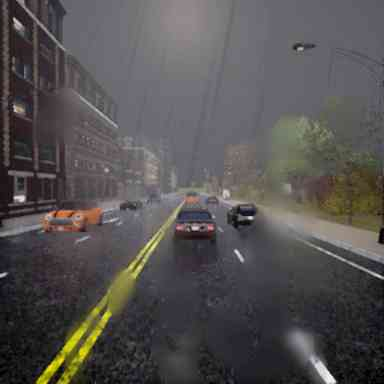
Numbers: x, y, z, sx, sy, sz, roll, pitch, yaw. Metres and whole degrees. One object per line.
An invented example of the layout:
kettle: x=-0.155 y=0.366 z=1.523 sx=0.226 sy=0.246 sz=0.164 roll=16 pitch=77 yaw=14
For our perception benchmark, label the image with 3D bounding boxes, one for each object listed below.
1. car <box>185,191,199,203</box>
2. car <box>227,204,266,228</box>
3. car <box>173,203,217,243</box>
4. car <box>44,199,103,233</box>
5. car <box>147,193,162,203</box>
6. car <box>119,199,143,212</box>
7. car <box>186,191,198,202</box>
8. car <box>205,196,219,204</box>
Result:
car: x=-0.004 y=1.050 z=53.555 sx=2.097 sy=1.767 sz=4.553 roll=0 pitch=0 yaw=0
car: x=3.348 y=1.441 z=21.051 sx=1.994 sy=1.385 sz=4.181 roll=0 pitch=0 yaw=0
car: x=0.115 y=1.455 z=15.410 sx=2.033 sy=1.411 sz=5.357 roll=0 pitch=0 yaw=0
car: x=-6.601 y=1.247 z=18.945 sx=2.097 sy=1.767 sz=4.553 roll=0 pitch=0 yaw=0
car: x=-6.505 y=1.034 z=57.787 sx=2.097 sy=1.767 sz=4.553 roll=0 pitch=0 yaw=0
car: x=-6.600 y=1.397 z=36.241 sx=1.895 sy=1.301 sz=4.718 roll=0 pitch=0 yaw=0
car: x=-0.006 y=0.861 z=63.619 sx=2.150 sy=2.045 sz=5.566 roll=0 pitch=0 yaw=0
car: x=3.246 y=1.260 z=53.587 sx=1.994 sy=1.385 sz=4.181 roll=0 pitch=0 yaw=0
